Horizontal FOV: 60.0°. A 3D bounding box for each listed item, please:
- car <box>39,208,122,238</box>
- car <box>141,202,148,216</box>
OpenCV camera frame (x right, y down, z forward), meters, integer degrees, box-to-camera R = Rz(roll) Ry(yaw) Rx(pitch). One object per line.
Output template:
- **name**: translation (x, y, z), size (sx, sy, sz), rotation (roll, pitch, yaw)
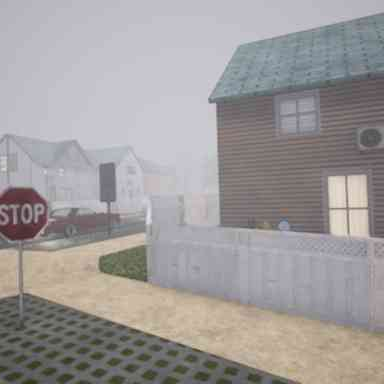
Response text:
- **car**: translation (-5.567, 1.408, 16.340), size (1.895, 1.301, 4.718), rotation (-2, 0, 26)
- **car**: translation (-2.787, 1.260, 29.965), size (2.128, 1.511, 4.902), rotation (-2, 0, 22)
